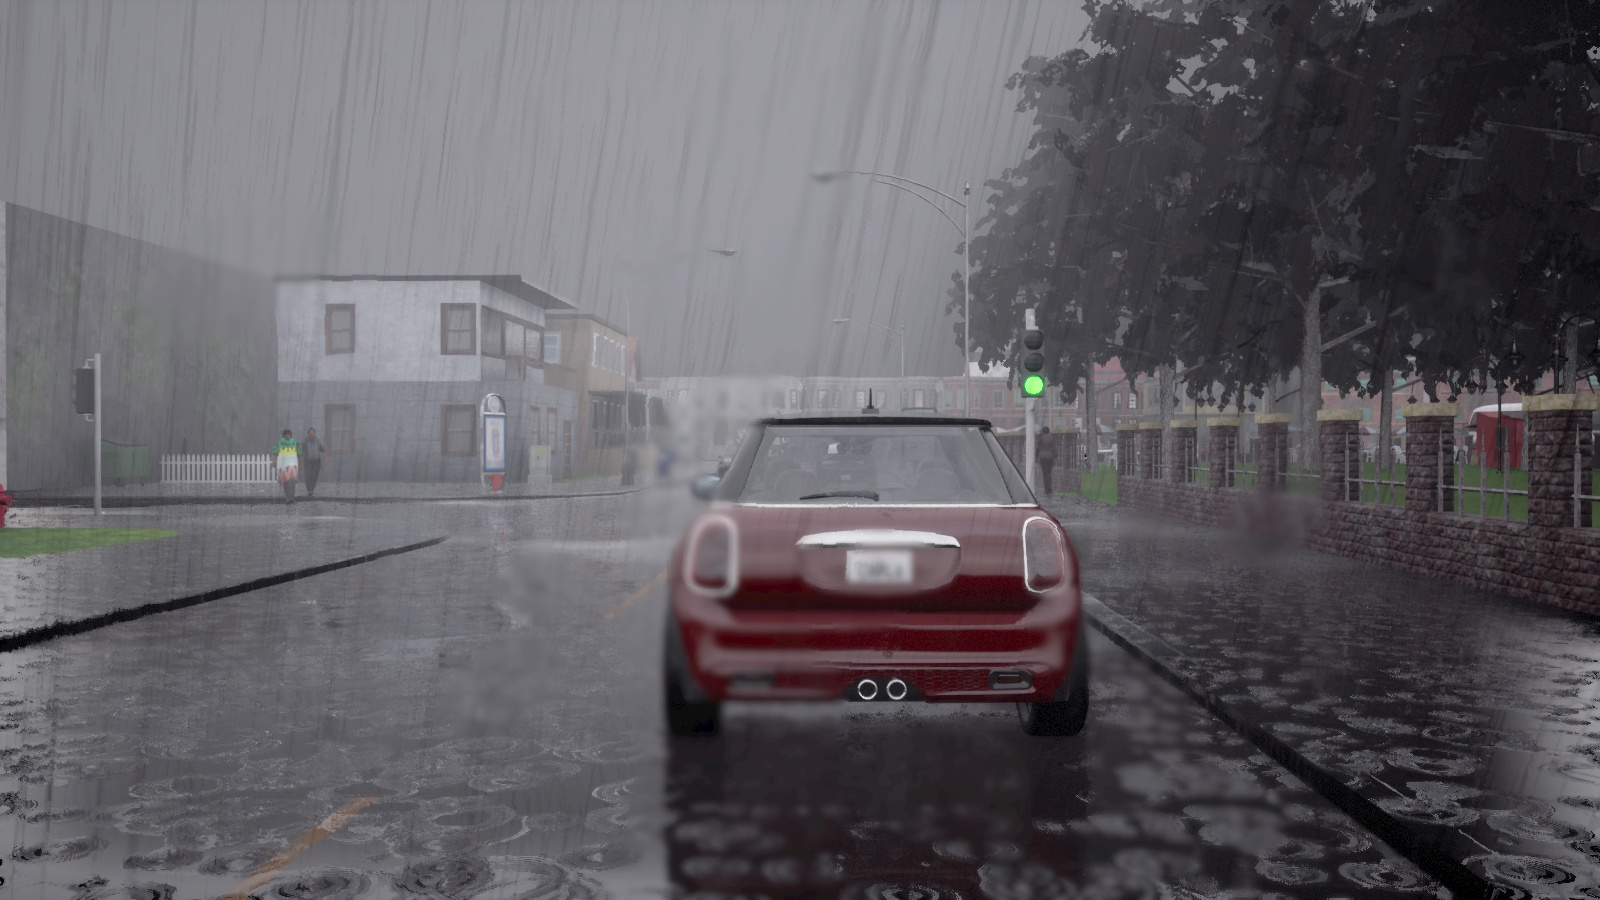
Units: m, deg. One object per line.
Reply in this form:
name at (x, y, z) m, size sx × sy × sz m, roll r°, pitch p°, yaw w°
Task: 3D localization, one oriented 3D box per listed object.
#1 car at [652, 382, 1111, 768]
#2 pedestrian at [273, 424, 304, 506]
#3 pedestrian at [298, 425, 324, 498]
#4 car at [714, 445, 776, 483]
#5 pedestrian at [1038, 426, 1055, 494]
car at (0.362, 0.560, 8.020) m, size 2.097 × 1.767 × 4.553 m, roll 0°, pitch 0°, yaw 0°
pedestrian at (-12.417, 0.357, 30.512) m, size 0.659 × 1.952 × 0.873 m, roll 0°, pitch 0°, yaw -20°
pedestrian at (-12.586, 0.291, 32.329) m, size 0.540 × 1.848 × 0.694 m, roll 0°, pitch 0°, yaw -29°
car at (-2.120, 0.509, 50.148) m, size 2.033 × 1.411 × 5.357 m, roll 0°, pitch 0°, yaw 2°
pedestrian at (6.624, 0.271, 33.749) m, size 0.328 × 1.805 × 0.869 m, roll 0°, pitch 0°, yaw 2°
